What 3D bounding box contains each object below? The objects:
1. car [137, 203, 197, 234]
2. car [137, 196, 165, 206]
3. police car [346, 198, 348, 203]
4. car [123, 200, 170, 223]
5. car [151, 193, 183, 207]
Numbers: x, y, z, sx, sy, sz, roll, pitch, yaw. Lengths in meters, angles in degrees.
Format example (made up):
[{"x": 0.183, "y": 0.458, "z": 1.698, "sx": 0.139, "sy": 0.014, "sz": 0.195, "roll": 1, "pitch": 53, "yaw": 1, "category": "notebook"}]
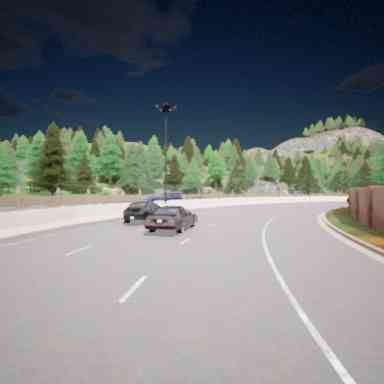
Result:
[{"x": -1.072, "y": 1.509, "z": 19.209, "sx": 2.033, "sy": 1.411, "sz": 5.357, "roll": 0, "pitch": 0, "yaw": 13, "category": "car"}, {"x": -6.487, "y": 1.356, "z": 53.263, "sx": 1.882, "sy": 1.535, "sz": 5.008, "roll": 0, "pitch": 0, "yaw": 30, "category": "car"}, {"x": 32.475, "y": 1.456, "z": 66.067, "sx": 5.238, "sy": 1.638, "sz": 1.930, "roll": 0, "pitch": 0, "yaw": -40, "category": "police car"}, {"x": -3.316, "y": 1.448, "z": 24.273, "sx": 1.837, "sy": 1.490, "sz": 4.892, "roll": 0, "pitch": 0, "yaw": 15, "category": "car"}, {"x": -3.709, "y": 1.116, "z": 51.113, "sx": 2.150, "sy": 2.045, "sz": 5.566, "roll": 0, "pitch": 0, "yaw": 30, "category": "car"}]
